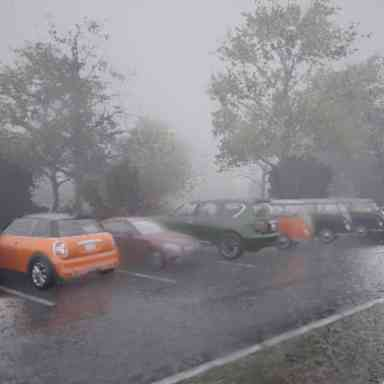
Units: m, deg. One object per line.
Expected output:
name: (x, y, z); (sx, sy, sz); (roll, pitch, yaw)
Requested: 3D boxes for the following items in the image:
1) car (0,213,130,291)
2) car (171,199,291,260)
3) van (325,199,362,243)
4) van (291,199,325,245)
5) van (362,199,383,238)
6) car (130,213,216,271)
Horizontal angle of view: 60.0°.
car: (-4.223, 1.384, 9.327); (4.553, 1.767, 2.185); (-1, -1, 34)
car: (0.571, 1.285, 12.825); (5.566, 2.045, 2.435); (-1, -1, 34)
van: (5.536, 1.334, 16.211); (4.442, 1.987, 1.878); (-1, -1, 34)
van: (3.116, 1.321, 14.477); (4.442, 1.987, 1.878); (-1, -1, 34)
van: (7.958, 1.347, 17.945); (4.442, 1.987, 1.878); (-1, -1, 34)
car: (-1.824, 1.563, 11.080); (4.674, 1.452, 2.002); (-1, -1, 34)
